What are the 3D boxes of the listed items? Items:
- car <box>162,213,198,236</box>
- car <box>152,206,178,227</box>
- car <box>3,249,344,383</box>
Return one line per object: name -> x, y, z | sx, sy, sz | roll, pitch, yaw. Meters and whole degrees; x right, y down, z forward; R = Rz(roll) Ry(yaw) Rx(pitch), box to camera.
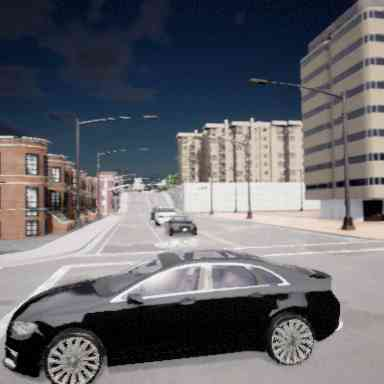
car -> -0.841, 2.514, 25.118 | 1.994, 1.385, 4.181 | -1, -2, -10
car -> -2.810, 2.625, 36.321 | 2.150, 2.045, 5.566 | -1, -2, -10
car -> -0.164, 1.704, 5.229 | 4.902, 1.511, 2.128 | 0, -2, -10
